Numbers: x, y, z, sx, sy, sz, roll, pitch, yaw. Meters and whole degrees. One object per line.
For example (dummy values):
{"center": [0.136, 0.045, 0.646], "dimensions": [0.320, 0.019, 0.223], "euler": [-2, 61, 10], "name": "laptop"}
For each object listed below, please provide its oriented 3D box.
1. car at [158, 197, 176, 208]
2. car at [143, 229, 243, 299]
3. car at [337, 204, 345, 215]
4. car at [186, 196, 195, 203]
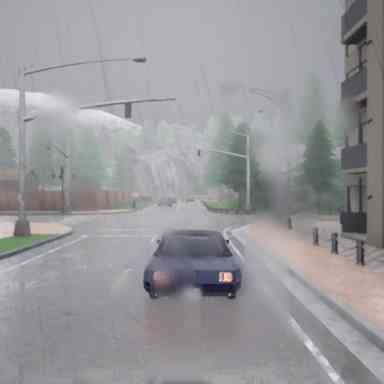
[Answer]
{"center": [-3.790, 1.501, 47.897], "dimensions": [2.033, 1.411, 5.357], "euler": [0, 0, 0], "name": "car"}
{"center": [0.026, 1.593, 8.381], "dimensions": [1.895, 1.301, 4.718], "euler": [0, 0, 0], "name": "car"}
{"center": [15.519, 1.339, 29.906], "dimensions": [4.553, 1.767, 2.097], "euler": [0, 0, -1], "name": "car"}
{"center": [-0.305, 1.481, 68.230], "dimensions": [2.033, 1.411, 5.357], "euler": [0, 0, 0], "name": "car"}
